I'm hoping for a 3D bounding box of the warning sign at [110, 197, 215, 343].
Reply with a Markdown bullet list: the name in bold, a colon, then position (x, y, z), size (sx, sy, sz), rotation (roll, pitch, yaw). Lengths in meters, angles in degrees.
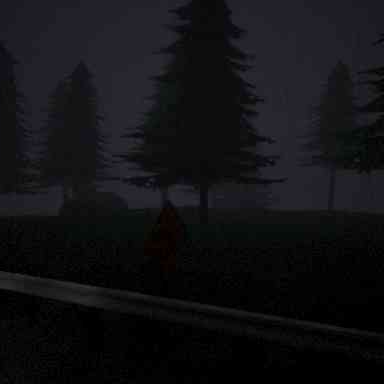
- **warning sign**: position (-0.398, 1.028, 5.140), size (1.060, 1.860, 1.300), rotation (0, 1, 27)
